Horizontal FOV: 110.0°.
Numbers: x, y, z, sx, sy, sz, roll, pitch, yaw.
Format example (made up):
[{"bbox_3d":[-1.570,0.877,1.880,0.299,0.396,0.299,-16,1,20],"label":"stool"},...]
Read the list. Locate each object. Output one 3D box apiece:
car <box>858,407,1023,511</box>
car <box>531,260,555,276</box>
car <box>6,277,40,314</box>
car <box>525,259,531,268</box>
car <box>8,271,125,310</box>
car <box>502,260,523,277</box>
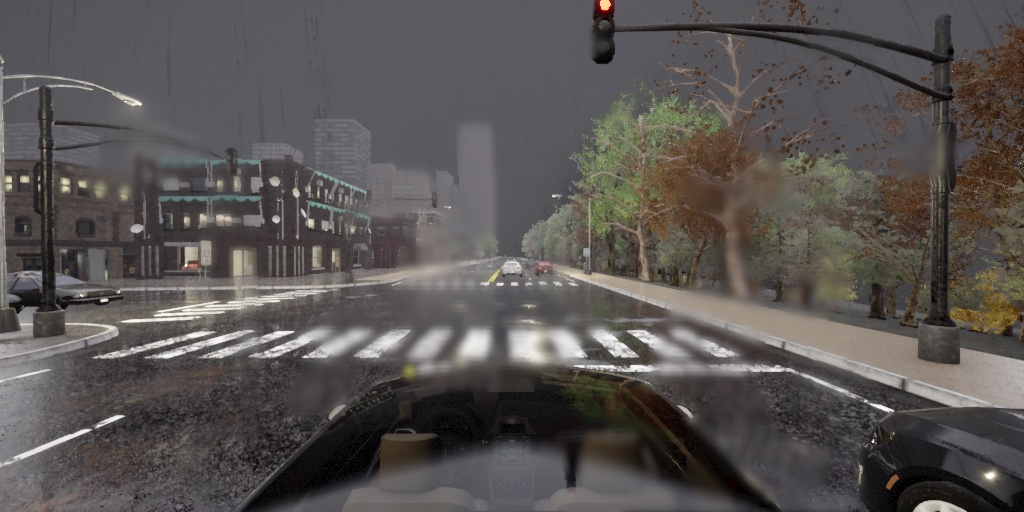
[{"bbox_3d":[3.352,1.255,0.472,1.837,1.490,4.892,0,0,0],"label":"car"},{"bbox_3d":[3.279,1.264,36.742,1.812,1.442,4.674,0,0,0],"label":"car"},{"bbox_3d":[-19.969,1.565,12.473,4.313,1.339,1.948,0,0,0],"label":"car"},{"bbox_3d":[3.232,1.219,59.698,2.128,1.511,4.902,0,0,0],"label":"car"},{"bbox_3d":[-19.906,1.518,15.179,5.357,1.411,2.033,-1,1,0],"label":"car"},{"bbox_3d":[0.030,1.264,35.895,1.812,1.442,4.674,0,0,0],"label":"car"}]
